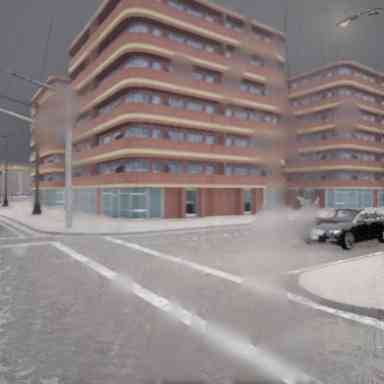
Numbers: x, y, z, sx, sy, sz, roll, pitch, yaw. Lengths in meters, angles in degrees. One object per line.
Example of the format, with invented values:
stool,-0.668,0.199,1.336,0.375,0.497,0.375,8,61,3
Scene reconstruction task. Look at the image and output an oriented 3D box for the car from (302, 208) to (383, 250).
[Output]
car,6.744,1.480,14.326,4.902,1.511,2.128,0,0,-35
